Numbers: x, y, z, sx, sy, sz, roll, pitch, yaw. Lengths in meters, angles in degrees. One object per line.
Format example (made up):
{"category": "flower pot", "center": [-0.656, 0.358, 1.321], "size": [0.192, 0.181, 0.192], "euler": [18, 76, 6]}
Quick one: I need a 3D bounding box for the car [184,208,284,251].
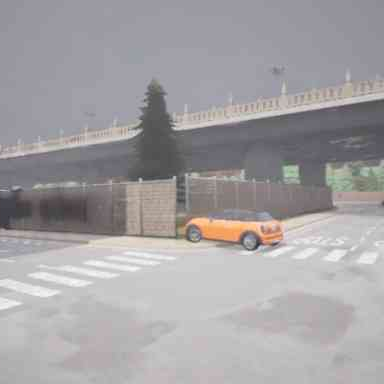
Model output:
{"category": "car", "center": [1.787, 1.492, 15.279], "size": [4.553, 1.767, 2.097], "euler": [1, 1, 41]}

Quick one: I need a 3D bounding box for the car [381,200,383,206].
{"category": "car", "center": [31.435, 1.579, 52.124], "size": [2.033, 1.411, 5.357], "euler": [-2, -1, 12]}
